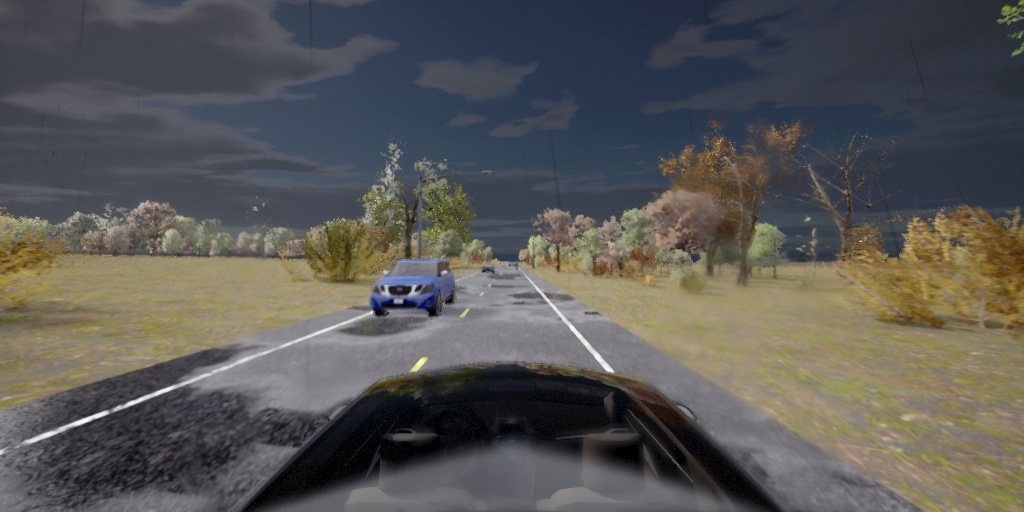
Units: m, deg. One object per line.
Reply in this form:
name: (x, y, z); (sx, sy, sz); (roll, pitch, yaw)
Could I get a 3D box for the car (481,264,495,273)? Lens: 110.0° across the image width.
car: (-3.573, 1.903, 54.687); (2.033, 1.411, 5.357); (0, -1, 0)

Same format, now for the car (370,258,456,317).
car: (-3.600, 1.109, 14.157); (2.150, 2.045, 5.566); (0, -1, 0)
